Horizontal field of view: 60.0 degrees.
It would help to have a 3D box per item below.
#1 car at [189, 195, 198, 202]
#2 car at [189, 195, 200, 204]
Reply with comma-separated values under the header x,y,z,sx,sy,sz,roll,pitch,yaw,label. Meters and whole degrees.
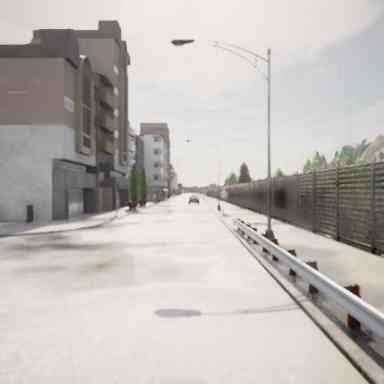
x,y,z,sx,sy,sz,roll,pitch,yaw,label
0.327,1.294,69.553,1.812,1.442,4.674,0,0,0,car
0.361,1.339,56.350,1.812,1.442,4.674,0,0,0,car
